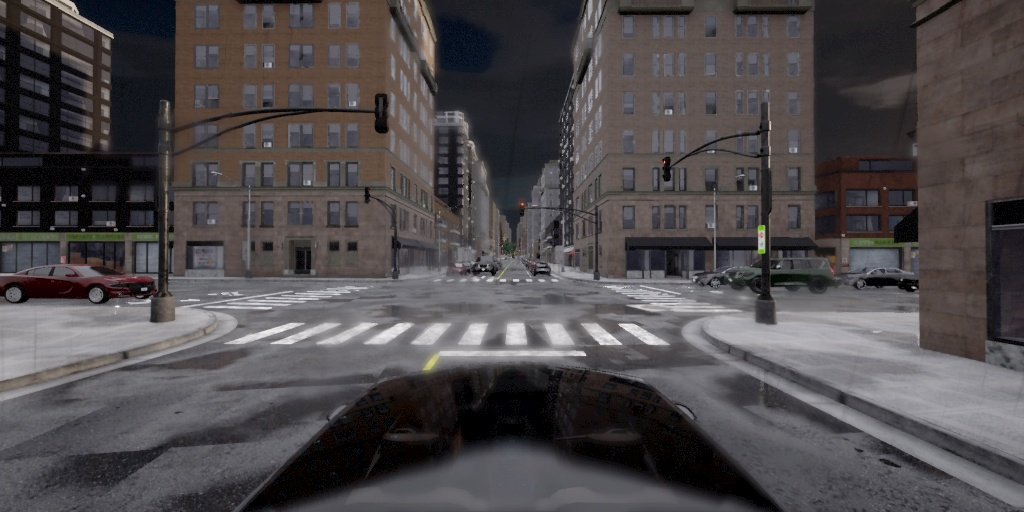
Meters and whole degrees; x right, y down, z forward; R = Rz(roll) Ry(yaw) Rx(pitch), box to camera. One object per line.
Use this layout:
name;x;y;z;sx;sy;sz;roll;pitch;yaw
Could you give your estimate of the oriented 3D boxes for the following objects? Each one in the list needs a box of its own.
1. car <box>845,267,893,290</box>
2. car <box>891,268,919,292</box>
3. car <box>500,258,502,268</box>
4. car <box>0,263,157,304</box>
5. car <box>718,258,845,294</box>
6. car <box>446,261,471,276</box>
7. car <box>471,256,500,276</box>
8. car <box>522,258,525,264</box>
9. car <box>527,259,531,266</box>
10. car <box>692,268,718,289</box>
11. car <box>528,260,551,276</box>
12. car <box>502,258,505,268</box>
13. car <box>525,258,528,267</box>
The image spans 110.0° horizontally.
car;24.231;1.464;24.219;4.902;1.511;2.128;0;-1;0
car;25.718;1.551;20.963;4.718;1.301;1.895;0;-1;0
car;-2.654;1.258;48.268;1.837;1.490;4.892;0;0;1
car;-17.440;1.061;14.537;5.008;1.535;1.882;0;-1;-1
car;15.615;1.105;21.029;5.566;2.045;2.150;0;-1;0
car;-5.558;1.336;36.352;1.802;1.307;4.207;0;0;1
car;-2.782;0.976;37.858;2.150;2.045;5.566;0;0;1
car;3.307;1.316;63.902;1.948;1.339;4.313;0;0;1
car;3.035;1.298;41.781;1.888;1.381;4.507;0;0;1
car;14.826;1.402;24.277;4.902;1.511;2.128;0;-1;2
car;2.967;1.319;36.251;1.948;1.339;4.313;0;0;1
car;-2.517;1.353;58.453;1.895;1.301;4.718;0;0;1
car;3.103;1.303;47.311;2.007;1.370;4.403;0;0;1
